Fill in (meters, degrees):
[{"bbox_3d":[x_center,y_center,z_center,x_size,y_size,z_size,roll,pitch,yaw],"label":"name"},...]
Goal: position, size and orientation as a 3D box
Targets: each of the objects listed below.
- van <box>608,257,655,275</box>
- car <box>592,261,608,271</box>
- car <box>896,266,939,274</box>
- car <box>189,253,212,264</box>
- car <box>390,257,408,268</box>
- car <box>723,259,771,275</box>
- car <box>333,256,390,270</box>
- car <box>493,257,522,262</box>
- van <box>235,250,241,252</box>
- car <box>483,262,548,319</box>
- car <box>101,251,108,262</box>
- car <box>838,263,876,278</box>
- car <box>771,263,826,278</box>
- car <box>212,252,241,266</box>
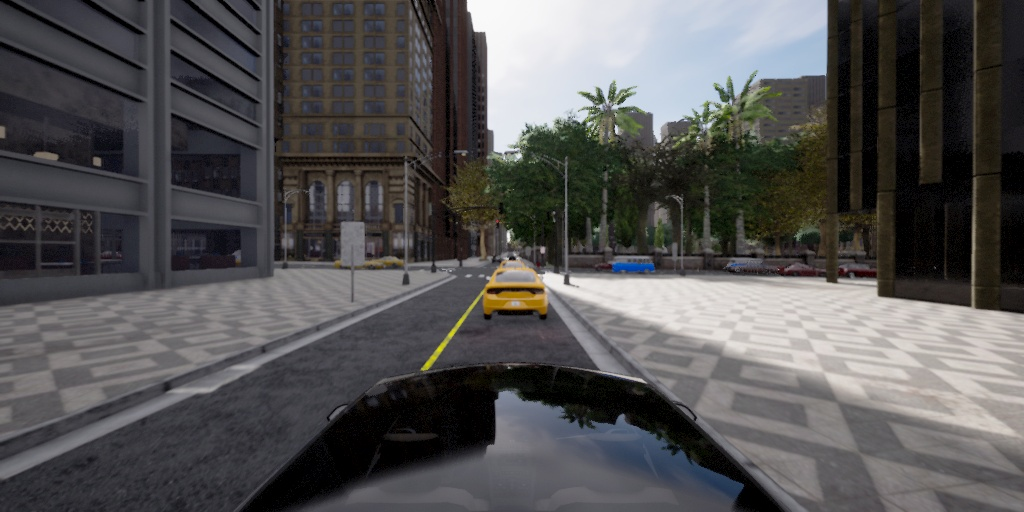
[{"bbox_3d":[11.909,0.975,35.328,3.998,1.789,1.690,0,0,0],"label":"van"},{"bbox_3d":[11.941,1.178,43.854,4.207,1.307,1.802,0,0,0],"label":"car"},{"bbox_3d":[46.804,1.732,40.916,4.674,1.442,1.812,1,0,0],"label":"car"},{"bbox_3d":[-37.825,0.344,44.098,4.313,1.339,1.948,0,0,0],"label":"car"},{"bbox_3d":[-15.315,0.673,43.988,4.829,1.417,1.751,0,0,0],"label":"car"},{"bbox_3d":[27.292,1.410,41.102,5.357,1.411,2.033,1,0,0],"label":"car"},{"bbox_3d":[-15.008,0.710,35.461,4.829,1.417,1.751,0,0,0],"label":"car"},{"bbox_3d":[0.024,1.026,22.318,1.882,1.535,5.008,0,1,0],"label":"car"},{"bbox_3d":[-32.155,0.210,44.071,3.998,1.789,1.690,0,0,0],"label":"van"},{"bbox_3d":[0.105,1.123,12.258,1.882,1.535,5.008,0,1,0],"label":"car"},{"bbox_3d":[-43.531,0.163,35.601,4.097,1.591,1.967,0,0,0],"label":"car"},{"bbox_3d":[34.003,1.440,35.220,4.097,1.591,1.967,0,0,0],"label":"car"},{"bbox_3d":[28.479,1.491,35.247,4.207,1.307,1.802,0,0,0],"label":"car"},{"bbox_3d":[-26.349,0.524,35.517,4.829,1.417,1.751,0,0,0],"label":"car"}]
